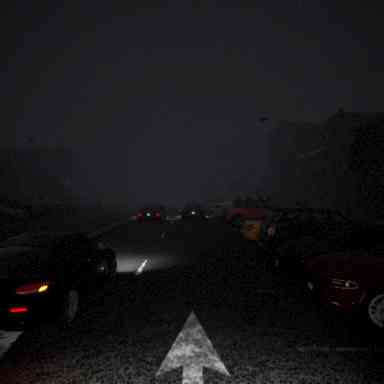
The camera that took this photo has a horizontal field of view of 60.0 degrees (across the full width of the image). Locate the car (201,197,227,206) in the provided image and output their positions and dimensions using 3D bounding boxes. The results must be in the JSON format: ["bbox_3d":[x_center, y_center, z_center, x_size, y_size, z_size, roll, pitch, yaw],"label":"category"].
[{"bbox_3d":[4.736,2.070,72.917,5.566,2.045,2.435,0,-1,0],"label":"car"}]

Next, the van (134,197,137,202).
[{"bbox_3d":[-15.962,2.180,78.335,4.442,1.987,1.878,0,-1,0],"label":"van"}]

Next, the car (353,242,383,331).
[{"bbox_3d":[4.702,1.481,3.461,4.892,1.521,2.231,0,0,0],"label":"car"}]

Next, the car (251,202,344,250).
[{"bbox_3d":[4.679,1.359,11.791,4.553,1.767,2.185,0,0,0],"label":"car"}]

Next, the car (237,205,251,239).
[{"bbox_3d":[4.892,1.484,14.452,5.366,1.575,1.946,0,0,0],"label":"car"}]

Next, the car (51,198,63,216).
[{"bbox_3d":[-15.716,1.317,31.469,5.566,2.045,2.435,0,-1,0],"label":"car"}]

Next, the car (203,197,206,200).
[{"bbox_3d":[4.692,1.960,53.461,5.008,1.535,2.097,0,-1,0],"label":"car"}]

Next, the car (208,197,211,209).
[{"bbox_3d":[4.886,1.670,39.445,5.366,1.575,1.946,0,-1,0],"label":"car"}]

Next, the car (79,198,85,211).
[{"bbox_3d":[-15.791,1.719,39.726,4.792,1.488,2.163,0,-1,0],"label":"car"}]

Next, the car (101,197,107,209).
[{"bbox_3d":[-15.752,1.601,48.000,5.566,2.045,2.435,0,-1,0],"label":"car"}]

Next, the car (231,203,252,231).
[{"bbox_3d":[4.712,1.492,17.232,4.892,1.521,2.231,0,0,0],"label":"car"}]

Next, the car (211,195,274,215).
[{"bbox_3d":[4.675,1.279,28.467,5.566,2.045,2.435,0,-1,0],"label":"car"}]

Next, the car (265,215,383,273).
[{"bbox_3d":[4.678,1.512,9.019,4.792,1.488,2.163,0,0,0],"label":"car"}]

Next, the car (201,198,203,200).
[{"bbox_3d":[0.090,1.825,42.986,1.994,1.385,4.181,0,-1,0],"label":"car"}]

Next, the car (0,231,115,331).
[{"bbox_3d":[-2.901,1.526,6.826,1.812,1.442,4.674,0,0,0],"label":"car"}]

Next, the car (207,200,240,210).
[{"bbox_3d":[4.727,1.931,50.681,4.792,1.488,2.163,0,-1,0],"label":"car"}]

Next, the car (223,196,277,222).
[{"bbox_3d":[4.673,1.376,22.913,4.553,1.767,2.185,0,0,0],"label":"car"}]

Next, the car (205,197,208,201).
[{"bbox_3d":[4.704,1.782,45.000,5.008,1.535,2.097,0,-1,0],"label":"car"}]

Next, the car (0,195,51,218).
[{"bbox_3d":[-15.710,1.292,28.711,5.566,2.045,2.435,0,-1,0],"label":"car"}]

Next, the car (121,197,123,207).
[{"bbox_3d":[-15.807,2.167,61.782,4.674,1.452,2.002,0,-1,0],"label":"car"}]

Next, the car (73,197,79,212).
[{"bbox_3d":[-15.751,1.640,36.975,5.008,1.535,2.097,0,-1,0],"label":"car"}]

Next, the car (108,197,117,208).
[{"bbox_3d":[-15.983,2.017,56.267,5.366,1.575,1.946,0,-1,0],"label":"car"}]

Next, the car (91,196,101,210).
[{"bbox_3d":[-15.803,1.544,45.243,5.566,2.045,2.435,0,-1,0],"label":"car"}]

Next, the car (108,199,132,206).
[{"bbox_3d":[-15.804,2.349,72.813,4.792,1.488,2.163,0,-1,0],"label":"car"}]

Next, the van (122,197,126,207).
[{"bbox_3d":[-15.699,1.951,64.545,4.442,1.987,1.878,0,-1,0],"label":"van"}]

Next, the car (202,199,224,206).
[{"bbox_3d":[4.686,2.393,75.566,4.792,1.488,2.163,0,-1,0],"label":"car"}]

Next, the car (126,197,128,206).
[{"bbox_3d":[-15.853,2.101,67.300,4.553,1.767,2.185,0,-1,0],"label":"car"}]

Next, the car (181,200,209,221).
[{"bbox_3d":[0.093,1.610,27.790,1.994,1.385,4.181,0,0,0],"label":"car"}]

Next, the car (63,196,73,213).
[{"bbox_3d":[-15.722,1.352,34.221,5.566,2.045,2.435,0,-1,0],"label":"car"}]

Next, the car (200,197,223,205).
[{"bbox_3d":[4.758,2.197,81.252,5.566,2.045,2.435,0,-1,0],"label":"car"}]

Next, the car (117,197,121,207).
[{"bbox_3d":[-15.989,2.071,59.026,5.366,1.575,1.946,0,-1,0],"label":"car"}]

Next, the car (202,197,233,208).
[{"bbox_3d":[4.665,1.871,61.683,5.566,2.045,2.435,0,-1,0],"label":"car"}]

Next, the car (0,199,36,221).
[{"bbox_3d":[-15.547,1.519,25.957,5.366,1.575,1.946,0,0,0],"label":"car"}]

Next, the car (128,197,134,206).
[{"bbox_3d":[-15.799,2.022,70.061,5.566,2.045,2.435,0,-1,0],"label":"car"}]

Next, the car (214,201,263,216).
[{"bbox_3d":[4.699,1.628,34.016,4.674,1.452,2.002,0,-1,0],"label":"car"}]

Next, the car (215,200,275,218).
[{"bbox_3d":[4.888,1.553,31.243,5.366,1.575,1.946,0,-1,0],"label":"car"}]

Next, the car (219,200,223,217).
[{"bbox_3d":[4.702,1.553,25.690,4.674,1.452,2.002,0,0,0],"label":"car"}]

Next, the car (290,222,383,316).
[{"bbox_3d":[4.713,1.480,6.241,5.008,1.535,2.097,0,0,0],"label":"car"}]

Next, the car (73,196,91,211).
[{"bbox_3d":[-15.799,1.614,42.486,4.553,1.767,2.185,0,-1,0],"label":"car"}]

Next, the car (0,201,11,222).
[{"bbox_3d":[-15.724,1.550,23.199,4.674,1.452,2.002,0,0,0],"label":"car"}]

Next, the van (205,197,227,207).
[{"bbox_3d":[4.817,1.999,67.235,4.442,1.987,1.878,0,-1,0],"label":"van"}]

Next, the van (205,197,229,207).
[{"bbox_3d":[4.813,1.951,64.581,4.442,1.987,1.878,0,-1,0],"label":"van"}]

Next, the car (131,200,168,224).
[{"bbox_3d":[-2.907,1.576,24.853,2.033,1.411,5.357,0,0,0],"label":"car"}]

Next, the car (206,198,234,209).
[{"bbox_3d":[4.728,1.891,56.242,4.553,1.767,2.185,0,-1,0],"label":"car"}]
